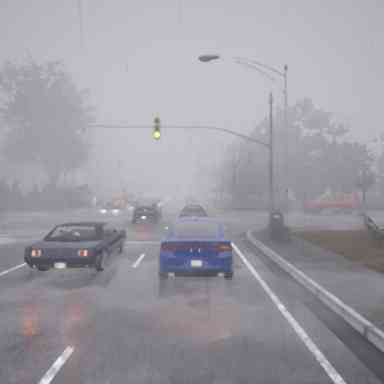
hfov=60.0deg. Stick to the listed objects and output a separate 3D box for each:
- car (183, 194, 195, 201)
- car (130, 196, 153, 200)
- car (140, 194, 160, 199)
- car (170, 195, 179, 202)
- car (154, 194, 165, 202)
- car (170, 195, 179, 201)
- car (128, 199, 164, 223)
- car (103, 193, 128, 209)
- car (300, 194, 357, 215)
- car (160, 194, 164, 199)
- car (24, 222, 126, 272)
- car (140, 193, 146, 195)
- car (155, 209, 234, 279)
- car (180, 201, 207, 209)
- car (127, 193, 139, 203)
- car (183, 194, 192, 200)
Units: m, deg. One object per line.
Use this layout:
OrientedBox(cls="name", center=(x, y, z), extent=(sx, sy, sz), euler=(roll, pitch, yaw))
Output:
OrientedBox(cls="car", center=(-0.515, 1.323, 78.016), extent=(2.097, 1.767, 4.553), euler=(0, 0, -4))
OrientedBox(cls="car", center=(-7.085, 1.608, 47.036), extent=(1.994, 1.385, 4.181), euler=(0, 0, 0))
OrientedBox(cls="car", center=(-7.056, 1.521, 55.846), extent=(1.882, 1.535, 5.008), euler=(0, 0, 0))
OrientedBox(cls="car", center=(-3.977, 1.511, 77.193), extent=(2.033, 1.411, 5.357), euler=(0, 0, -4))
OrientedBox(cls="car", center=(-7.421, 1.330, 76.107), extent=(2.097, 1.767, 4.553), euler=(0, 0, -3))
OrientedBox(cls="car", center=(-4.766, 1.449, 87.662), extent=(2.033, 1.411, 5.357), euler=(0, 0, -7))
OrientedBox(cls="car", center=(-3.395, 1.532, 25.830), extent=(1.837, 1.490, 4.892), euler=(0, 0, 0))
OrientedBox(cls="car", center=(-10.612, 1.395, 45.423), extent=(2.097, 1.767, 4.553), euler=(0, 0, 1))
OrientedBox(cls="car", center=(14.122, 1.257, 34.461), extent=(5.566, 2.045, 2.150), euler=(0, 0, -6))
OrientedBox(cls="car", center=(-7.088, 1.624, 65.870), extent=(1.895, 1.301, 4.718), euler=(0, 0, -1))
OrientedBox(cls="car", center=(-3.427, 1.615, 10.820), extent=(1.895, 1.301, 4.718), euler=(0, 0, -1))
OrientedBox(cls="car", center=(-10.582, 1.516, 65.231), extent=(2.128, 1.511, 4.902), euler=(0, 0, -1))
OrientedBox(cls="car", center=(0.115, 1.492, 10.115), extent=(1.882, 1.535, 5.008), euler=(0, 0, 0))
OrientedBox(cls="car", center=(0.105, 1.590, 24.030), extent=(1.994, 1.385, 4.181), euler=(0, 0, 0))
OrientedBox(cls="car", center=(-10.552, 1.266, 55.009), extent=(2.150, 2.045, 5.566), euler=(0, 0, 0))
OrientedBox(cls="car", center=(-1.269, 1.410, 87.941), extent=(1.837, 1.490, 4.892), euler=(0, 0, -7))
